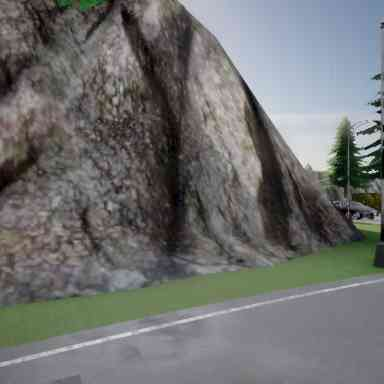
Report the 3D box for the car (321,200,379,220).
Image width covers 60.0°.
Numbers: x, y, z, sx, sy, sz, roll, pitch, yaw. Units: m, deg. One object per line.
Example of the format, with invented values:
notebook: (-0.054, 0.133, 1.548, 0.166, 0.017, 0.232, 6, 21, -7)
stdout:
car: (13.420, 1.492, 28.473, 2.128, 1.511, 4.902, 0, 0, -25)
